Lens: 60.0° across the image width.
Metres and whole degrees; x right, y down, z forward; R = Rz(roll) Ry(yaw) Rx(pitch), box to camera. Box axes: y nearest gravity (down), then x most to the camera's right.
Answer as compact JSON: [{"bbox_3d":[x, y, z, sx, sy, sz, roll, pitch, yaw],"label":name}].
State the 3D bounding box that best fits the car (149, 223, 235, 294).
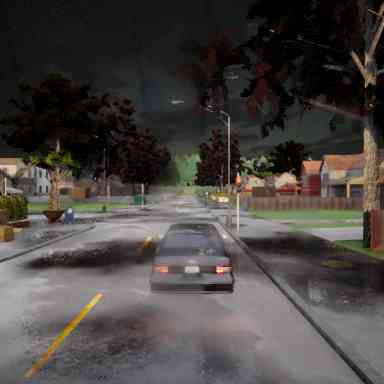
[{"bbox_3d":[0.016,1.547,8.935,2.033,1.411,5.357,0,0,0],"label":"car"}]
